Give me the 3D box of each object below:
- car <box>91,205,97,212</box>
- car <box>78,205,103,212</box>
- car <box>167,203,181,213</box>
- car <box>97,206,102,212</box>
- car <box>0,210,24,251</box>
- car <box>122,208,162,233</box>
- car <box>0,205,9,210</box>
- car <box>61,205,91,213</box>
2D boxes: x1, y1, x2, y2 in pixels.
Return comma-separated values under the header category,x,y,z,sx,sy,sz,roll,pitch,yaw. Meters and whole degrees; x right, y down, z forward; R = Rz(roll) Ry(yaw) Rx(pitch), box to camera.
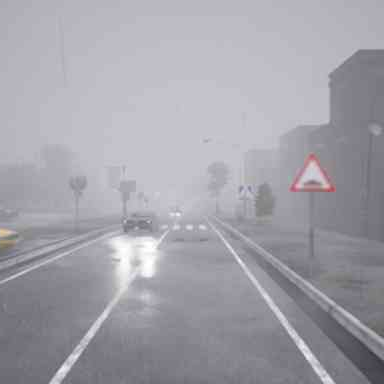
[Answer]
category,x,y,z,sx,sy,sz,roll,pitch,yaw
car,-21.794,3.224,64.852,4.892,1.521,2.231,0,-2,0
car,-21.770,3.481,71.269,4.674,1.452,2.002,0,-2,0
car,-3.125,3.231,63.658,2.128,1.511,4.902,0,-2,1
car,-21.792,3.334,68.123,5.008,1.535,2.097,0,-2,0
car,-9.368,1.597,12.710,5.366,1.575,1.946,0,-1,0
car,-3.332,1.943,22.262,1.895,1.301,4.718,0,-2,0
car,-21.888,2.216,34.086,4.674,1.452,2.002,0,-2,0
car,-21.811,3.151,61.576,4.674,1.452,2.002,0,-2,0
